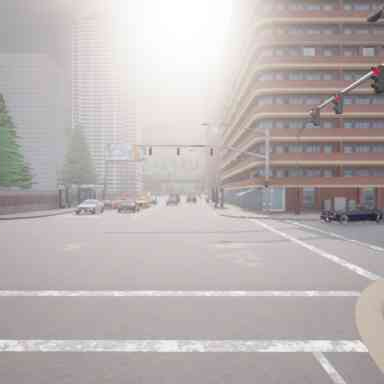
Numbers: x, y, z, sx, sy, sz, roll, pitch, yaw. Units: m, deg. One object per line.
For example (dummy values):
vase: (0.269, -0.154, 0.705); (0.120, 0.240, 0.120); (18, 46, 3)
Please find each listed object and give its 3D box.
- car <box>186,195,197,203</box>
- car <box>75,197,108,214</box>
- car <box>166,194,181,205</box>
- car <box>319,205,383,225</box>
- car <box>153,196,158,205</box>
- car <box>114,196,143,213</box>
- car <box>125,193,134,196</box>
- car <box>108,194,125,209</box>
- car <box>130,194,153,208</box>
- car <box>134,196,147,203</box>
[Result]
car: (-0.089, 1.350, 69.723); (2.097, 1.767, 4.553); (0, 0, 0)
car: (-10.644, 1.526, 34.976); (1.812, 1.442, 4.674); (0, 0, 2)
car: (-3.473, 1.547, 58.234); (2.033, 1.411, 5.357); (0, 0, 0)
car: (11.393, 1.545, 23.237); (4.718, 1.301, 1.895); (0, 0, -13)
car: (-7.153, 1.491, 58.422); (2.128, 1.511, 4.902); (0, 0, 0)
car: (-7.133, 1.526, 37.812); (1.812, 1.442, 4.674); (0, 0, 0)
car: (-10.661, 1.223, 55.333); (2.150, 2.045, 5.566); (0, 0, 0)
car: (-10.654, 1.352, 43.923); (2.097, 1.767, 4.553); (0, 0, 0)
car: (-7.157, 1.478, 47.151); (1.882, 1.535, 5.008); (0, 0, 0)
car: (-10.587, 1.499, 68.653); (1.837, 1.490, 4.892); (0, 0, 0)
